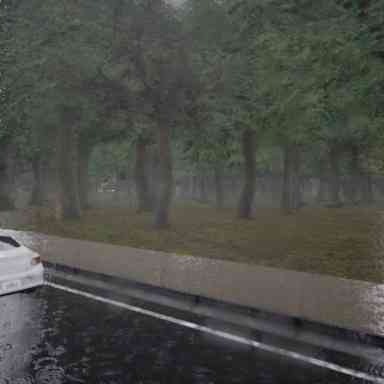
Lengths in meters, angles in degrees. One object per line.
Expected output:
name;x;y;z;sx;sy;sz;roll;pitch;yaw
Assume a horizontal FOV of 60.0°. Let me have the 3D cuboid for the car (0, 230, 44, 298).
car;-5.111;1.483;7.321;4.674;1.442;1.812;0;0;35
